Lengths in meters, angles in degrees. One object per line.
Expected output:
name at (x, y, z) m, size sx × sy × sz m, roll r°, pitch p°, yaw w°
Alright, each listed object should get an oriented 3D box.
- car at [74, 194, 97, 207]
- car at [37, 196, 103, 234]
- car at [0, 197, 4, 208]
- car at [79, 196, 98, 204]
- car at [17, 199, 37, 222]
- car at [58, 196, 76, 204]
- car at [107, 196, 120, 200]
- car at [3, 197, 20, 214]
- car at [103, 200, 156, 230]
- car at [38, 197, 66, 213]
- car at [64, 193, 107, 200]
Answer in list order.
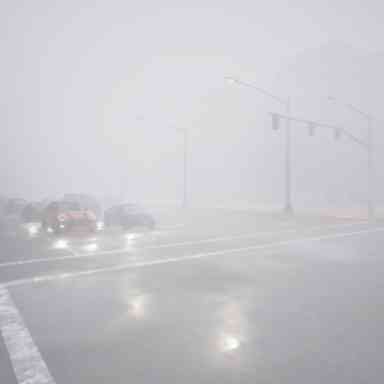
car at (-16.185, 1.211, 50.337) m, size 2.097 × 1.767 × 4.553 m, roll 0°, pitch 0°, yaw -35°
car at (-7.068, 1.305, 18.946) m, size 2.097 × 1.767 × 4.553 m, roll 0°, pitch 0°, yaw -35°
car at (-24.654, 1.405, 43.884) m, size 1.882 × 1.535 × 5.008 m, roll 0°, pitch 1°, yaw -35°
car at (-18.762, 1.430, 59.988) m, size 1.895 × 1.301 × 4.718 m, roll 0°, pitch 0°, yaw -35°
car at (-12.054, 1.510, 25.988) m, size 1.994 × 1.385 × 4.181 m, roll 0°, pitch 0°, yaw -35°
car at (-22.040, 1.451, 58.607) m, size 1.895 × 1.301 × 4.718 m, roll 0°, pitch 0°, yaw -35°
car at (-12.799, 1.329, 51.617) m, size 2.128 × 1.511 × 4.902 m, roll 0°, pitch 0°, yaw -35°
car at (-17.899, 1.463, 34.260) m, size 1.812 × 1.442 × 4.674 m, roll 0°, pitch 0°, yaw -35°
car at (-3.992, 1.457, 20.655) m, size 1.812 × 1.442 × 4.674 m, roll 0°, pitch 0°, yaw -35°
car at (-15.736, 1.392, 37.264) m, size 1.882 × 1.535 × 5.008 m, roll 0°, pitch 0°, yaw -35°
car at (-9.594, 1.144, 28.571) m, size 2.150 × 2.045 × 5.566 m, roll 0°, pitch 0°, yaw -35°
